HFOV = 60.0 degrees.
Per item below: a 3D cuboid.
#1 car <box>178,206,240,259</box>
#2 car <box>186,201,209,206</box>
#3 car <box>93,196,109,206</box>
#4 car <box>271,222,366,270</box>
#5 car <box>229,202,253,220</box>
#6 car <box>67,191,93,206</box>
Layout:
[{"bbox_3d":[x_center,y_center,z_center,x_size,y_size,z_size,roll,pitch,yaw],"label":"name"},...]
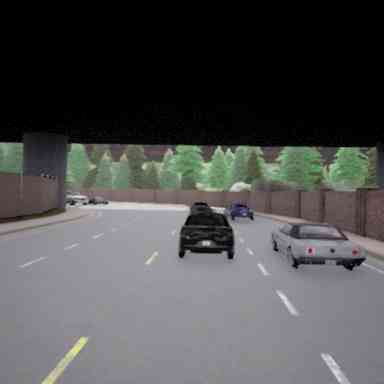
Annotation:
[{"bbox_3d":[0.564,1.493,12.852,1.882,1.535,5.008,1,-1,3],"label":"car"},{"bbox_3d":[0.586,1.527,28.120,1.837,1.490,4.892,2,0,-4],"label":"car"},{"bbox_3d":[-14.178,1.302,49.377,4.181,1.385,1.994,1,0,40],"label":"car"},{"bbox_3d":[3.995,1.683,11.473,1.895,1.301,4.718,1,0,3],"label":"car"},{"bbox_3d":[4.012,1.614,28.845,1.812,1.442,4.674,1,0,-5],"label":"car"},{"bbox_3d":[-17.008,0.906,47.339,5.566,2.045,2.150,1,-1,38],"label":"car"}]
